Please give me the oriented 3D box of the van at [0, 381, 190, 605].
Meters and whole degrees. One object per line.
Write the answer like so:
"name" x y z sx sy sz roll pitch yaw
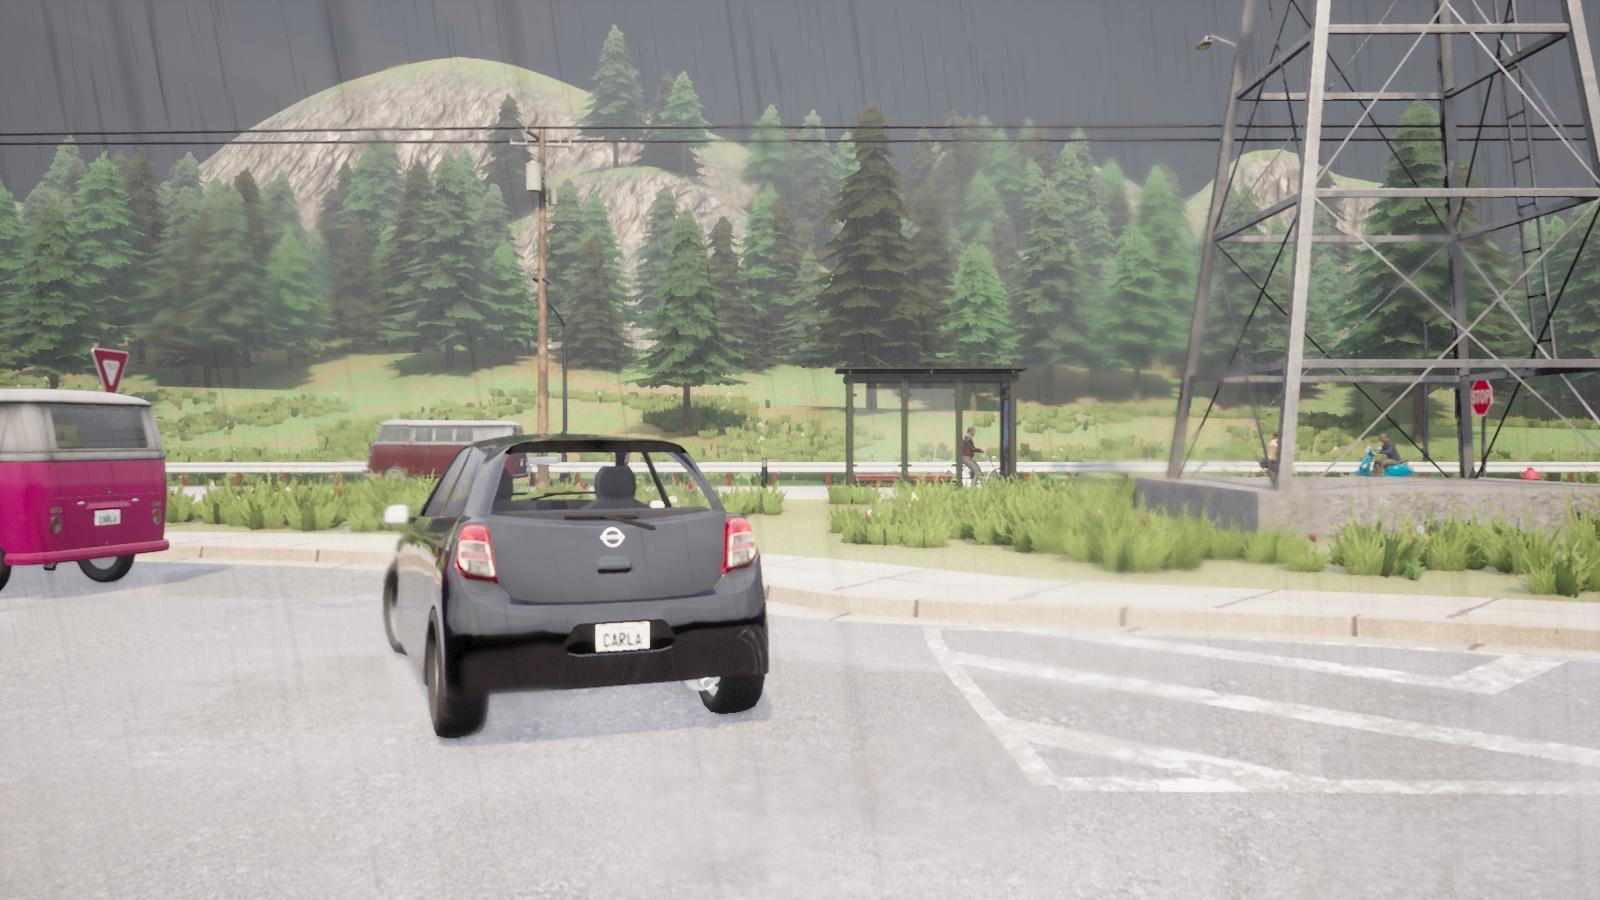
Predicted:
"van" -8.609 0.362 12.588 4.442 1.987 1.775 0 1 16

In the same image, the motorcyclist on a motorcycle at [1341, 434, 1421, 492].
"motorcyclist on a motorcycle" 16.184 0.350 35.002 1.817 1.590 0.866 0 1 5

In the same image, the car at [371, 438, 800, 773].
"car" -1.539 0.679 7.666 1.845 1.501 3.633 0 1 -22

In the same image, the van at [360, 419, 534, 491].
"van" -9.932 0.123 35.547 4.442 1.987 1.775 0 1 1

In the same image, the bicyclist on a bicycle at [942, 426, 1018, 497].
"bicyclist on a bicycle" 4.547 0.291 31.820 1.843 1.776 0.659 0 1 1
